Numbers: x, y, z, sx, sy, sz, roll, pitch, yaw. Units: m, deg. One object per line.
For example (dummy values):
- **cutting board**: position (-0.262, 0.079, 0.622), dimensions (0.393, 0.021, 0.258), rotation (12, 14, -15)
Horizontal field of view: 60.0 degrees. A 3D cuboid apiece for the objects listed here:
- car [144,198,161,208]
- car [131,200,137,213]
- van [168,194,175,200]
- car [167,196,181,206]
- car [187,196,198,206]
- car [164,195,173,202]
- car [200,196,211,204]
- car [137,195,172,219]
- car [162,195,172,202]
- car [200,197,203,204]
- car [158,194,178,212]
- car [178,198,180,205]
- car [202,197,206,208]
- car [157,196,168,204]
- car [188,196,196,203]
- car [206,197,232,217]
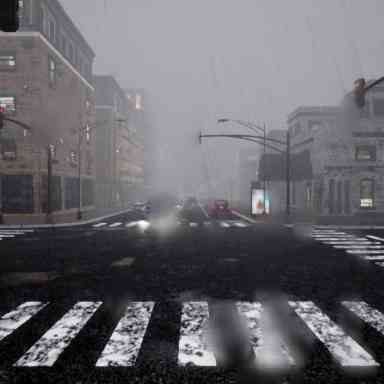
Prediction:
- **car**: position (-5.764, 1.571, 48.867), dimensions (2.008, 1.369, 4.403), rotation (0, 0, 0)
- **car**: position (-5.748, 1.561, 37.473), dimensions (2.008, 1.369, 4.403), rotation (0, 0, 0)
- **van**: position (-5.832, 1.430, 94.440), dimensions (1.690, 1.788, 3.998), rotation (-1, 0, 0)
- **car**: position (-3.141, 1.522, 58.503), dimensions (2.128, 1.511, 4.902), rotation (0, 0, 0)
- **car**: position (0.020, 1.535, 57.295), dimensions (1.837, 1.490, 4.892), rotation (0, 0, 0)
- **car**: position (-5.813, 1.592, 82.876), dimensions (1.752, 1.417, 4.829), rotation (-1, 0, 0)
- **car**: position (2.592, 1.591, 65.981), dimensions (2.008, 1.369, 4.403), rotation (-1, 0, 0)
- **car**: position (-3.138, 1.356, 28.914), dimensions (2.097, 1.767, 4.553), rotation (0, 0, 0)
- **car**: position (-5.807, 1.497, 77.349), dimensions (1.967, 1.590, 4.097), rotation (0, 0, 0)
- **car**: position (2.616, 1.571, 48.892), dimensions (2.008, 1.369, 4.403), rotation (0, 0, 0)
- **car**: position (-3.150, 1.233, 38.506), dimensions (2.150, 2.045, 5.566), rotation (0, 0, 0)
- **car**: position (-3.157, 1.584, 48.465), dimensions (1.994, 1.385, 4.181), rotation (0, 0, 0)
- **car**: position (2.624, 1.597, 43.194), dimensions (1.802, 1.307, 4.206), rotation (0, 0, 0)
- **car**: position (-5.789, 1.565, 65.787), dimensions (1.752, 1.417, 4.829), rotation (0, 0, 0)
- **car**: position (-0.020, 1.572, 70.761), dimensions (1.812, 1.442, 4.674), rotation (0, 0, 0)
- **car**: position (2.639, 1.446, 31.801), dimensions (1.967, 1.590, 4.097), rotation (0, 0, 0)
